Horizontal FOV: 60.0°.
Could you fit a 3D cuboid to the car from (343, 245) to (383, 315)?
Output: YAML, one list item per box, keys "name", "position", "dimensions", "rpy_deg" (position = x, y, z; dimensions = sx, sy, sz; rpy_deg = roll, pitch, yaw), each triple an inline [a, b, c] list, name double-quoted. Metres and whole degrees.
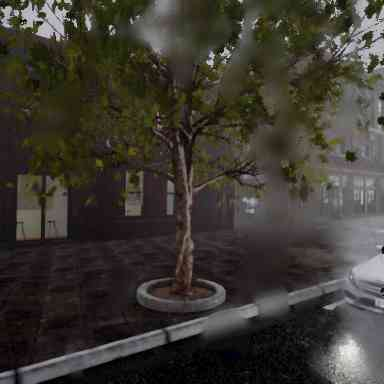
- name: "car"
  position: [4.956, 1.525, 6.651]
  dimensions: [4.674, 1.442, 1.812]
  rpy_deg: [0, 0, -36]
